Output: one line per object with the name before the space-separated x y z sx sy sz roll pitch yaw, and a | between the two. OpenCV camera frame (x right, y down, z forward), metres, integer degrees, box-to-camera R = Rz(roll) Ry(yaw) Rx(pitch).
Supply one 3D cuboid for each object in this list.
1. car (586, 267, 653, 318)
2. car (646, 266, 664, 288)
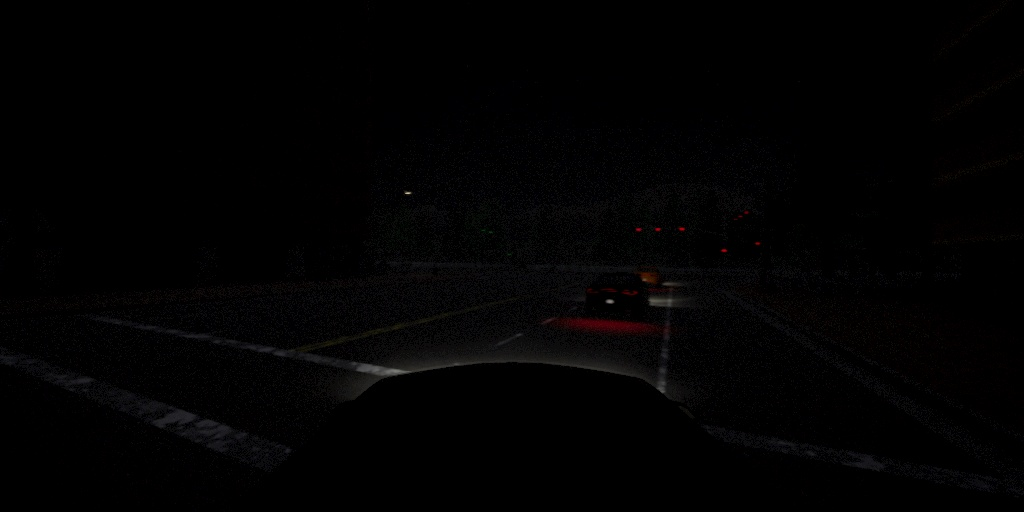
car | 4.284 1.377 14.153 1.882 1.535 5.008 1 0 25
car | 10.525 1.561 27.775 1.882 1.535 5.008 0 0 27
